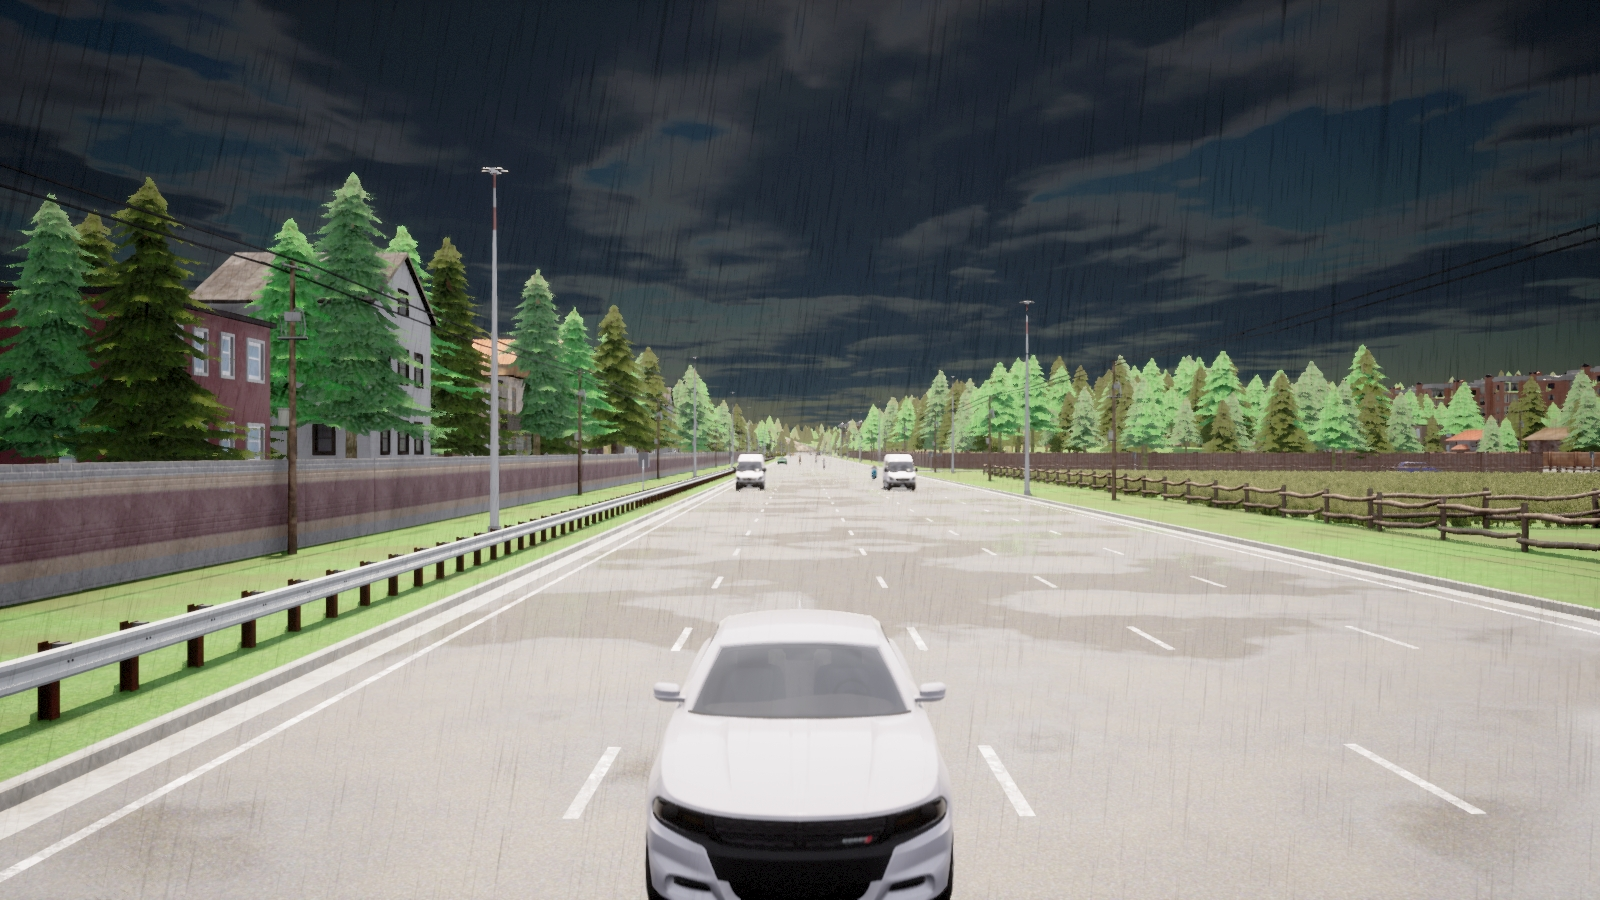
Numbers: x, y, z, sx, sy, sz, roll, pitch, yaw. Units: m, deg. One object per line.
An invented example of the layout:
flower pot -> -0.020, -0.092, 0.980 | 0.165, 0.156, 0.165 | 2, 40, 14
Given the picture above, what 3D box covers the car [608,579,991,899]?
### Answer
car -> -0.002, 2.041, 8.761 | 2.097, 1.535, 5.006 | 0, 0, 0
